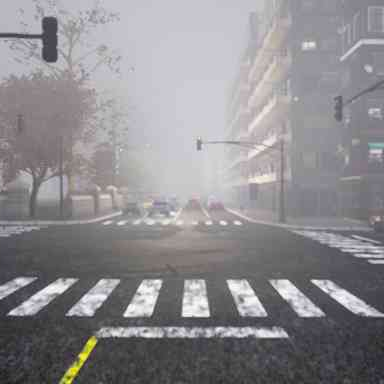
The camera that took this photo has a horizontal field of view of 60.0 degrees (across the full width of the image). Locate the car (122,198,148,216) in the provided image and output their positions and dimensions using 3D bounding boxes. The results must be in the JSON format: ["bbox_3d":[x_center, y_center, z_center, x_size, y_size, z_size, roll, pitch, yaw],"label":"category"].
[{"bbox_3d":[-5.647,1.602,32.607,1.947,1.339,4.313,0,0,0],"label":"car"}]

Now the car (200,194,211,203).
[{"bbox_3d":[2.785,1.431,72.008,2.192,1.841,5.009,0,0,0],"label":"car"}]

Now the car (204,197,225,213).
[{"bbox_3d":[2.741,1.589,38.227,1.887,1.381,4.507,0,0,0],"label":"car"}]

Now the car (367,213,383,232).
[{"bbox_3d":[13.491,1.617,20.261,5.009,1.841,2.192,1,-1,0],"label":"car"}]

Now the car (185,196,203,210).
[{"bbox_3d":[0.156,1.582,44.899,1.812,1.442,4.674,0,0,0],"label":"car"}]

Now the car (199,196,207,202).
[{"bbox_3d":[2.798,1.691,83.268,1.887,1.381,4.507,0,0,0],"label":"car"}]

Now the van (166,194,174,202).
[{"bbox_3d":[-5.582,1.488,83.280,1.690,1.788,3.998,0,0,0],"label":"van"}]

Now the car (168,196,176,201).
[{"bbox_3d":[-5.568,1.733,94.539,2.008,1.369,4.403,0,0,0],"label":"car"}]

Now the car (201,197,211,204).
[{"bbox_3d":[2.777,1.647,66.378,1.887,1.381,4.507,0,0,0],"label":"car"}]

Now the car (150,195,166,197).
[{"bbox_3d":[-5.625,1.380,49.499,2.192,1.841,5.009,0,0,0],"label":"car"}]

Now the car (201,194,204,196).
[{"bbox_3d":[2.763,1.517,55.118,1.967,1.590,4.097,0,0,0],"label":"car"}]

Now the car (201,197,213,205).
[{"bbox_3d":[2.769,1.640,60.748,2.008,1.369,4.403,0,0,0],"label":"car"}]

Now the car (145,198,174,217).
[{"bbox_3d":[-3.053,1.561,32.006,1.812,1.442,4.674,0,0,0],"label":"car"}]

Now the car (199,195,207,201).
[{"bbox_3d":[2.805,1.604,88.898,1.967,1.590,4.097,0,0,0],"label":"car"}]

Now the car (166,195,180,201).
[{"bbox_3d":[-3.011,1.575,52.121,1.837,1.490,4.892,0,0,0],"label":"car"}]

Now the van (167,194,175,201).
[{"bbox_3d":[-5.575,1.505,88.909,1.690,1.788,3.998,0,0,0],"label":"van"}]

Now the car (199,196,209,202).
[{"bbox_3d":[2.791,1.681,77.639,2.008,1.369,4.403,0,0,0],"label":"car"}]

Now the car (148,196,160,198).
[{"bbox_3d":[-5.632,1.580,43.699,1.752,1.417,4.829,0,0,0],"label":"car"}]

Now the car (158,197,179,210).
[{"bbox_3d":[-3.040,1.652,41.929,1.895,1.301,4.718,0,0,0],"label":"car"}]

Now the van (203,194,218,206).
[{"bbox_3d":[2.749,1.395,43.858,1.690,1.788,3.998,0,0,0],"label":"van"}]
